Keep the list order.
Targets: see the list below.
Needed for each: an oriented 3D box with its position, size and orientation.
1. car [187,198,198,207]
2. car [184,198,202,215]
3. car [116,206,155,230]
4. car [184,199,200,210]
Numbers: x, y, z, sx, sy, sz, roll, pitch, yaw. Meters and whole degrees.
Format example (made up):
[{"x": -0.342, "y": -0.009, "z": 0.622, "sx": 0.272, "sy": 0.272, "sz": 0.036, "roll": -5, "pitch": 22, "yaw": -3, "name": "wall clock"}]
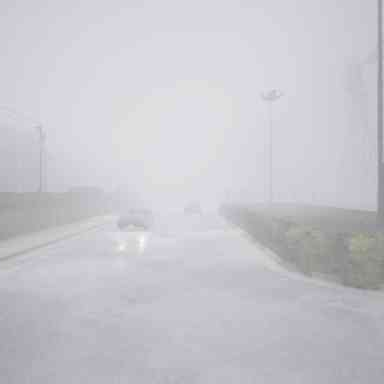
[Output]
[{"x": 0.018, "y": 1.757, "z": 57.087, "sx": 1.812, "sy": 1.442, "sz": 4.674, "roll": 0, "pitch": 0, "yaw": 0, "name": "car"}, {"x": 0.107, "y": 1.712, "z": 36.668, "sx": 1.994, "sy": 1.385, "sz": 4.181, "roll": 0, "pitch": 0, "yaw": 0, "name": "car"}, {"x": -3.569, "y": 1.637, "z": 22.093, "sx": 2.033, "sy": 1.411, "sz": 5.357, "roll": 0, "pitch": 0, "yaw": 0, "name": "car"}, {"x": 0.015, "y": 1.736, "z": 46.726, "sx": 2.033, "sy": 1.411, "sz": 5.357, "roll": 0, "pitch": 0, "yaw": 0, "name": "car"}]
